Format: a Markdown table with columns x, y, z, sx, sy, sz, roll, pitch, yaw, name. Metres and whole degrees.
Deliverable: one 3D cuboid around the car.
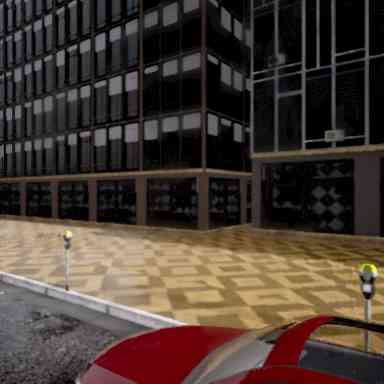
| x | y | z | sx | sy | sz | roll | pitch | yaw | name |
| --- | --- | --- | --- | --- | --- | --- | --- | --- | --- |
| 0.900 | 1.583 | 2.230 | 4.206 | 1.307 | 1.802 | 0 | 0 | 35 | car |
